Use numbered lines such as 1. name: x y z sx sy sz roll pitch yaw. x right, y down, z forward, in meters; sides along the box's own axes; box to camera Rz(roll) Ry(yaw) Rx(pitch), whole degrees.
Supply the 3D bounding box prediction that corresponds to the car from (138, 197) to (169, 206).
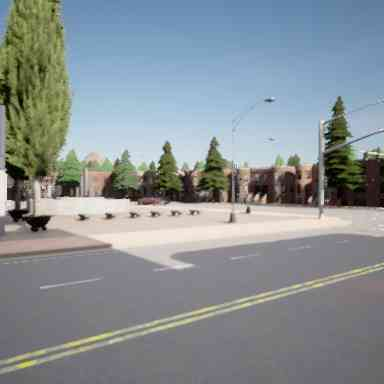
1. car: -6.627 1.569 53.609 4.674 1.442 1.812 0 0 29
